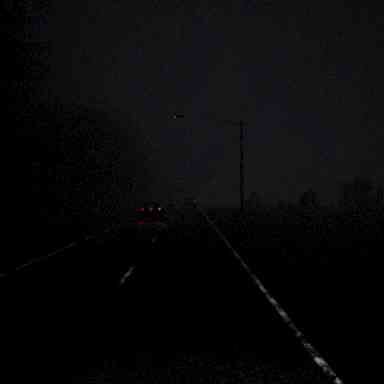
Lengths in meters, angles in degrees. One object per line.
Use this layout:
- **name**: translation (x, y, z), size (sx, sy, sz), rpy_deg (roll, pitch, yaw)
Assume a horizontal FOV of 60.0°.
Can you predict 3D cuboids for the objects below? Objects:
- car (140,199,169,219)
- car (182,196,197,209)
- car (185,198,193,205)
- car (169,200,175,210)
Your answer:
- **car**: translation (-3.674, 1.609, 31.755), size (2.097, 1.767, 4.553), rpy_deg (0, 0, -1)
- **car**: translation (-0.386, 1.656, 55.276), size (2.150, 2.045, 5.566), rpy_deg (0, 0, -1)
- **car**: translation (-0.650, 2.105, 73.610), size (1.812, 1.442, 4.674), rpy_deg (0, 0, -1)
- **car**: translation (-3.839, 1.919, 51.632), size (1.837, 1.490, 4.892), rpy_deg (0, 0, 0)
